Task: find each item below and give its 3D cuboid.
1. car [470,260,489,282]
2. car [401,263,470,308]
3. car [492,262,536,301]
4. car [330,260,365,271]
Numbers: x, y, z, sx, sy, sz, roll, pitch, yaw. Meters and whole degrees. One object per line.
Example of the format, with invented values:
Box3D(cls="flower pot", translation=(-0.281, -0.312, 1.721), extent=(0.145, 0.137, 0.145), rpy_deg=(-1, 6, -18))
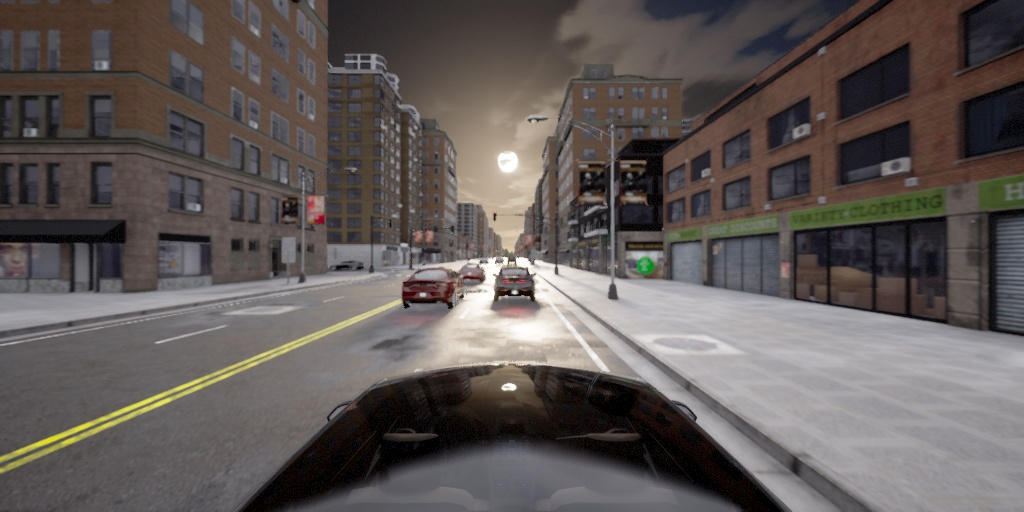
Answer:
Box3D(cls="car", translation=(-3.146, 1.268, 28.555), extent=(1.994, 1.385, 4.181), rpy_deg=(0, 0, 0))
Box3D(cls="car", translation=(-3.148, 1.204, 15.142), extent=(1.882, 1.535, 5.008), rpy_deg=(0, 0, 0))
Box3D(cls="car", translation=(0.103, 1.228, 17.058), extent=(1.837, 1.490, 4.892), rpy_deg=(0, 0, 0))
Box3D(cls="car", translation=(-22.149, 1.261, 48.335), extent=(4.313, 1.339, 1.948), rpy_deg=(0, 0, 0))
